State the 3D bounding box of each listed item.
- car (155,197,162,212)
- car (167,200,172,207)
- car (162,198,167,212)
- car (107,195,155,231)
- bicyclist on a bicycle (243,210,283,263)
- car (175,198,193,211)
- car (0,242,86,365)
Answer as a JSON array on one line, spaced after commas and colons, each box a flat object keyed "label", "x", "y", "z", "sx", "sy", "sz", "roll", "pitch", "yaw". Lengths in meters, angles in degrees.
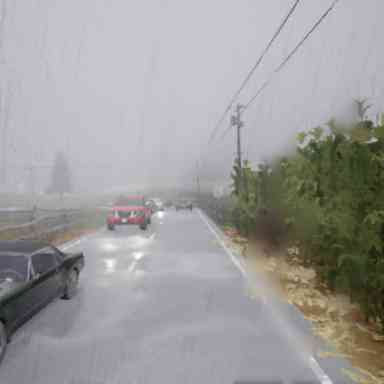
[{"label": "car", "x": -3.874, "y": 1.107, "z": 26.739, "sx": 2.128, "sy": 1.511, "sz": 4.902, "roll": -1, "pitch": 0, "yaw": -2}, {"label": "car", "x": -4.976, "y": 1.479, "z": 48.012, "sx": 4.181, "sy": 1.385, "sz": 1.994, "roll": -1, "pitch": 0, "yaw": 35}, {"label": "car", "x": -4.187, "y": 1.462, "z": 38.020, "sx": 1.812, "sy": 1.442, "sz": 4.674, "roll": -1, "pitch": 0, "yaw": -1}, {"label": "car", "x": -3.813, "y": 1.206, "z": 21.025, "sx": 2.150, "sy": 2.045, "sz": 5.566, "roll": -1, "pitch": 0, "yaw": -2}, {"label": "bicyclist on a bicycle", "x": 2.406, "y": 1.391, "z": 10.310, "sx": 1.656, "sy": 1.620, "sz": 0.582, "roll": -1, "pitch": 0, "yaw": -2}, {"label": "car", "x": -0.917, "y": 1.385, "z": 38.297, "sx": 2.128, "sy": 1.511, "sz": 4.902, "roll": -1, "pitch": 0, "yaw": -2}, {"label": "car", "x": -3.390, "y": 1.627, "z": 5.655, "sx": 1.895, "sy": 1.301, "sz": 4.718, "roll": -1, "pitch": 0, "yaw": -2}]
